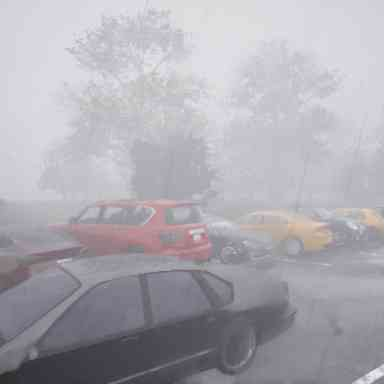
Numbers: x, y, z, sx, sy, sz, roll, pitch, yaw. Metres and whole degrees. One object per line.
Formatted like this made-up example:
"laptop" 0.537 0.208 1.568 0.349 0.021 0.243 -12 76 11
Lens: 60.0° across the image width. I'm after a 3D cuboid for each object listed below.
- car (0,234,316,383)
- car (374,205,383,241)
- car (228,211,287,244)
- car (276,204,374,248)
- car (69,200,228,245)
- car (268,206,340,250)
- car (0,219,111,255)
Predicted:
"car" -1.008 1.555 4.056 5.357 1.411 2.033 0 0 -35
"car" 7.593 1.470 16.614 5.366 1.575 1.946 -1 0 36
"car" 0.398 1.509 11.461 4.892 1.521 2.231 -1 -1 35
"car" 5.269 1.360 14.854 4.553 1.767 2.185 -1 -1 35
"car" -2.065 1.254 9.763 5.566 2.045 2.435 -1 -1 35
"car" 2.845 1.499 13.143 5.008 1.535 2.097 -1 0 35
"car" -4.494 1.523 8.044 4.792 1.488 2.163 -1 -1 34
